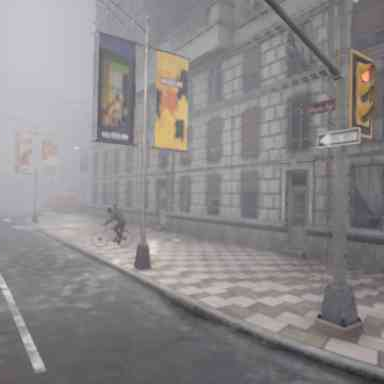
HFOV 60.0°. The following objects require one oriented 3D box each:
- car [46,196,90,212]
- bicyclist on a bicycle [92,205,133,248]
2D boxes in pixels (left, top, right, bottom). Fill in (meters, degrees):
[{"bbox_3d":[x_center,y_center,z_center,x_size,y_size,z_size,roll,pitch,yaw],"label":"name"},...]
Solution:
[{"bbox_3d":[-16.308,1.579,44.012,5.566,2.045,2.150,2,-2,-38],"label":"car"},{"bbox_3d":[-3.221,1.455,13.532,1.656,1.620,0.582,1,-1,-19],"label":"bicyclist on a bicycle"}]
